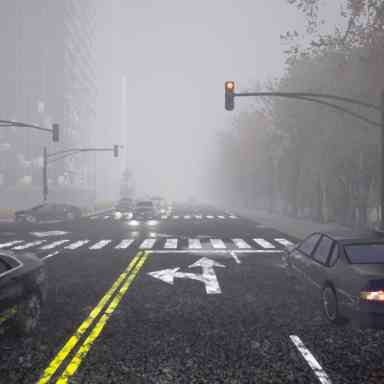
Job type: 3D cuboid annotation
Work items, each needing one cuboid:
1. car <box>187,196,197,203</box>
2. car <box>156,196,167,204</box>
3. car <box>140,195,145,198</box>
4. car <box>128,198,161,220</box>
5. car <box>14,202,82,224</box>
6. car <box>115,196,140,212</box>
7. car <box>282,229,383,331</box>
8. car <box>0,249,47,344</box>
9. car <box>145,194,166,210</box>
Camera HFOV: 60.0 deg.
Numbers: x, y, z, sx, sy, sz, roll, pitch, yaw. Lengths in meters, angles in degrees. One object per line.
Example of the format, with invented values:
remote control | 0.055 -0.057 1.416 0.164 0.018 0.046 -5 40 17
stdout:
car | 0.029 1.553 72.548 2.128 1.511 4.902 0 0 -5
car | -6.115 1.581 67.545 2.033 1.411 5.357 0 0 -4
car | -8.642 1.587 56.285 1.994 1.385 4.181 0 0 -4
car | -3.970 1.512 28.447 1.837 1.490 4.892 0 0 -2
car | -11.145 1.560 26.014 4.892 1.490 1.837 -2 3 -39
car | -7.676 1.364 39.141 2.097 1.767 4.553 0 0 -3
car | 3.312 1.506 6.998 2.033 1.411 5.357 -2 -2 3
car | -3.394 1.492 3.791 2.128 1.511 4.902 0 0 -1
car | -4.671 1.367 44.019 2.097 1.767 4.553 0 0 -3
